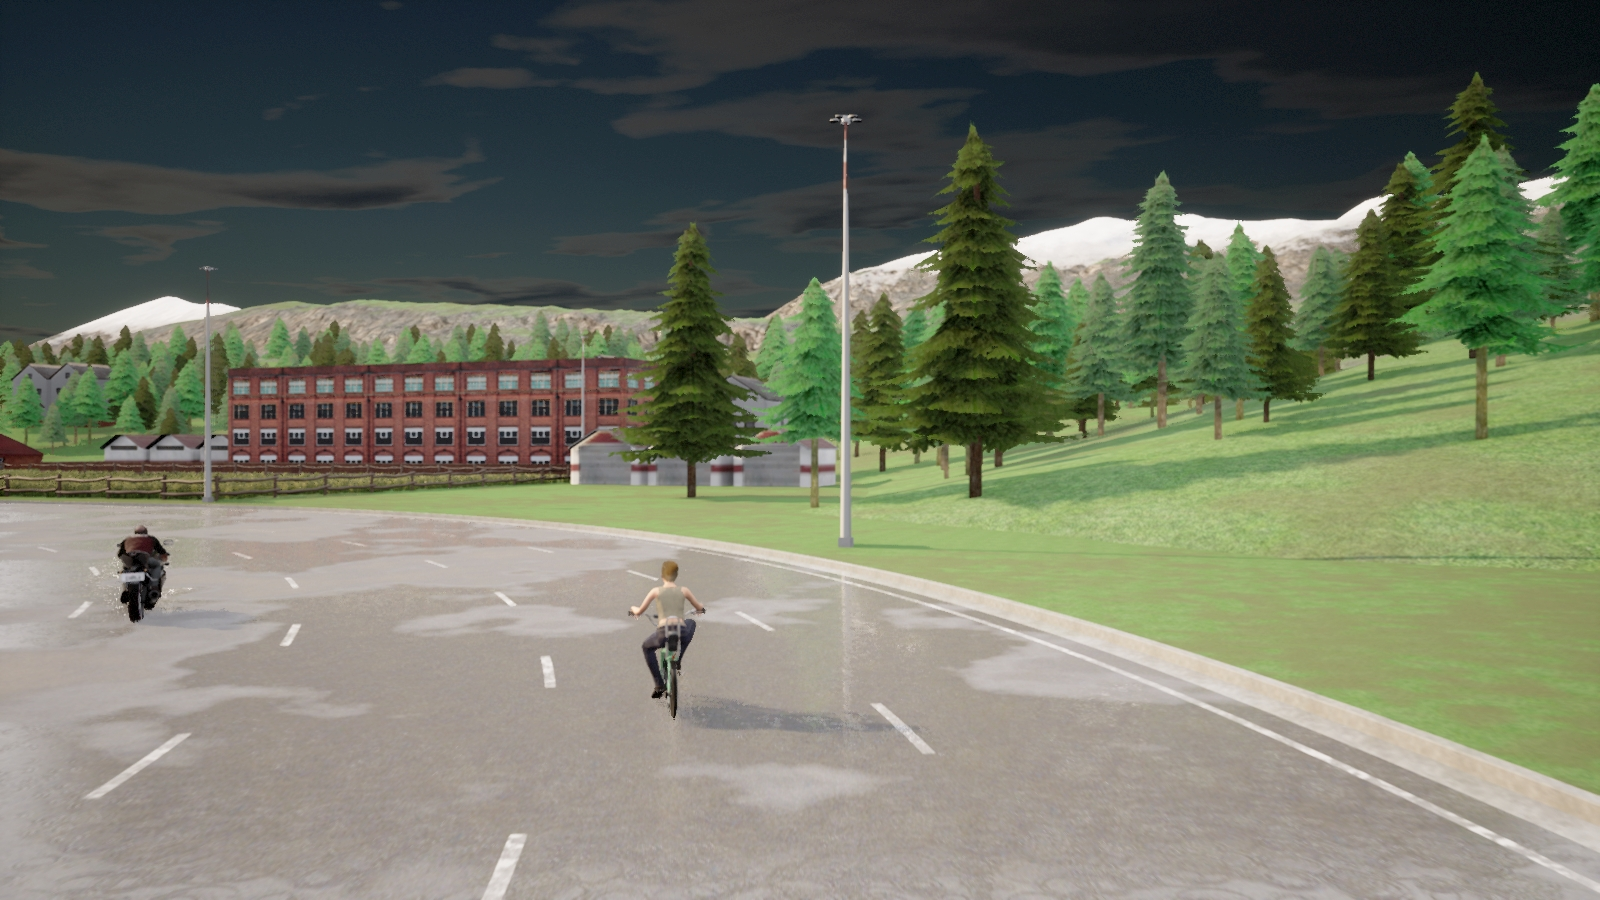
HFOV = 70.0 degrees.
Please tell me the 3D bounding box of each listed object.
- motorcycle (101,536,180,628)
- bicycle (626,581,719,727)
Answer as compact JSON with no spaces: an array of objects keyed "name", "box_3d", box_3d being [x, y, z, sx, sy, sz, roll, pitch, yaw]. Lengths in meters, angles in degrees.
[{"name":"motorcycle","box_3d":[-11.113,2.184,19.337,0.867,1.251,2.209,-2,1,-23]},{"name":"bicycle","box_3d":[-1.406,2.143,12.321,0.859,1.276,1.487,-1,0,-11]}]
